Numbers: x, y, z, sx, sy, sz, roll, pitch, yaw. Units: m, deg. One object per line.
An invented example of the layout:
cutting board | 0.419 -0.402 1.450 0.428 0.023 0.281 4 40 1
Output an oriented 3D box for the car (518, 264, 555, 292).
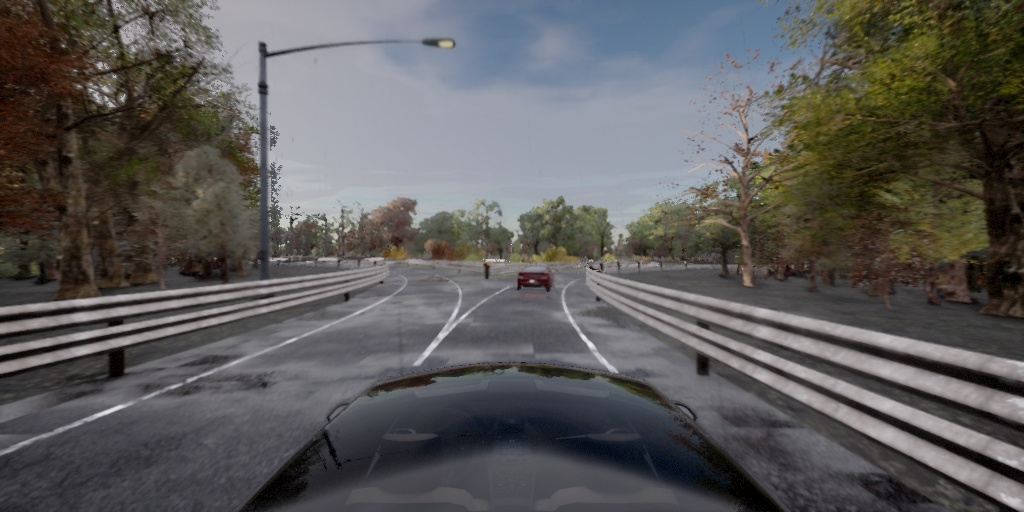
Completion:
car | 1.582 1.257 22.045 1.882 1.535 5.008 1 0 11

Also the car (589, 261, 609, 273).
car | 12.092 1.507 50.025 1.837 1.490 4.892 -3 -2 34
